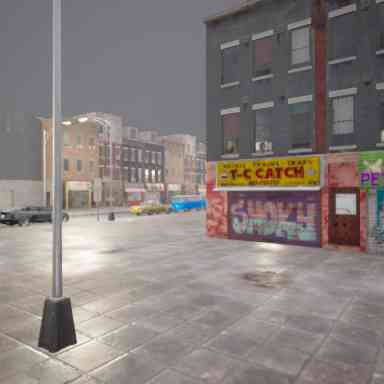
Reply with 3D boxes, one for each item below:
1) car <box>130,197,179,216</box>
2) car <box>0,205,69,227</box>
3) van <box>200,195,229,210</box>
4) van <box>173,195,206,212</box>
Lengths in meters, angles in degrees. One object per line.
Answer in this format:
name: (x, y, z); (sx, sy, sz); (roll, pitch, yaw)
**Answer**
car: (-3.654, 1.448, 31.429); (1.752, 1.417, 4.829); (0, 0, 35)
car: (-10.331, 1.522, 22.077); (1.947, 1.339, 4.313); (0, 0, 35)
van: (2.824, 1.233, 40.503); (1.690, 1.788, 3.998); (0, 0, 35)
van: (-0.464, 1.248, 35.897); (1.690, 1.788, 3.998); (0, 0, 35)
